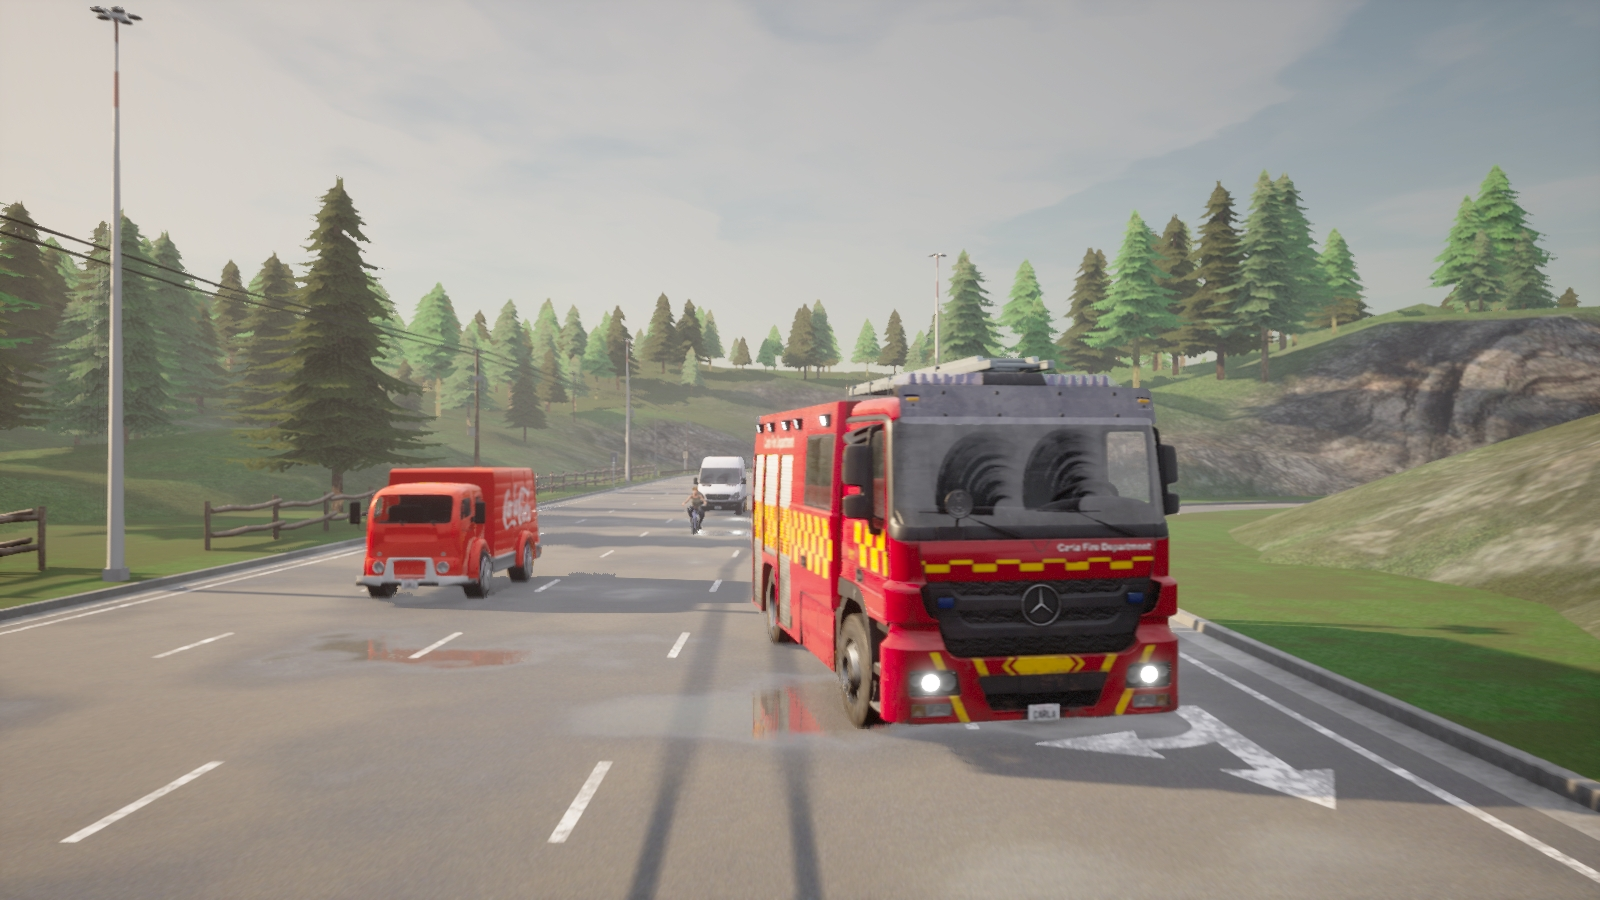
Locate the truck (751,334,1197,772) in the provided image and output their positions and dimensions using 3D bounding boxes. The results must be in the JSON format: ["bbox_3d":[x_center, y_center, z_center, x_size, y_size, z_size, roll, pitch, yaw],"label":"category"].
[{"bbox_3d":[1.441,0.903,14.414,2.891,3.827,8.468,0,0,-11],"label":"truck"}]

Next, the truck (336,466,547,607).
[{"bbox_3d":[-7.000,1.587,23.078,2.627,2.467,5.204,0,0,0],"label":"truck"}]

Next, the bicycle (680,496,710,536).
[{"bbox_3d":[-3.498,2.189,38.197,0.859,1.277,1.487,0,0,0],"label":"bicycle"}]

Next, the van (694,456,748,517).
[{"bbox_3d":[-3.498,1.576,51.543,1.988,2.561,5.915,0,0,0],"label":"van"}]
